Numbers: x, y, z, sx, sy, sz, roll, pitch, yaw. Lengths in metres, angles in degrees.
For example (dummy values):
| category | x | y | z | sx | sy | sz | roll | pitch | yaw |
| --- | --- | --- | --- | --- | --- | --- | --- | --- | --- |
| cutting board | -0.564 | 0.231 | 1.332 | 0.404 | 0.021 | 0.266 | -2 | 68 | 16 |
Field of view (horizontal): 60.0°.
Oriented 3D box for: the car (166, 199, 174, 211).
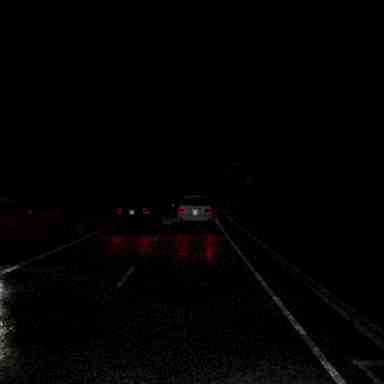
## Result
| category | x | y | z | sx | sy | sz | roll | pitch | yaw |
| --- | --- | --- | --- | --- | --- | --- | --- | --- | --- |
| car | -2.059 | 1.572 | 41.667 | 1.994 | 1.385 | 4.181 | 0 | 0 | 6 |

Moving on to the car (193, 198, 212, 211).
| category | x | y | z | sx | sy | sz | roll | pitch | yaw |
| --- | --- | --- | --- | --- | --- | --- | --- | --- | --- |
| car | 1.395 | 1.557 | 41.358 | 2.033 | 1.411 | 5.357 | 0 | 0 | 6 |

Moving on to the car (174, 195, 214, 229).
| category | x | y | z | sx | sy | sz | roll | pitch | yaw |
| --- | --- | --- | --- | --- | --- | --- | --- | --- | --- |
| car | 0.234 | 1.218 | 21.830 | 2.150 | 2.045 | 5.566 | 0 | 0 | 1 |

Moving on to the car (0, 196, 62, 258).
| category | x | y | z | sx | sy | sz | roll | pitch | yaw |
| --- | --- | --- | --- | --- | --- | --- | --- | --- | --- |
| car | -7.071 | 1.212 | 13.137 | 2.150 | 2.045 | 5.566 | 0 | 0 | 0 |

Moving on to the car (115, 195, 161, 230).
| category | x | y | z | sx | sy | sz | roll | pitch | yaw |
| --- | --- | --- | --- | --- | --- | --- | --- | --- | --- |
| car | -3.282 | 1.217 | 21.081 | 2.150 | 2.045 | 5.566 | 0 | 0 | 1 |
